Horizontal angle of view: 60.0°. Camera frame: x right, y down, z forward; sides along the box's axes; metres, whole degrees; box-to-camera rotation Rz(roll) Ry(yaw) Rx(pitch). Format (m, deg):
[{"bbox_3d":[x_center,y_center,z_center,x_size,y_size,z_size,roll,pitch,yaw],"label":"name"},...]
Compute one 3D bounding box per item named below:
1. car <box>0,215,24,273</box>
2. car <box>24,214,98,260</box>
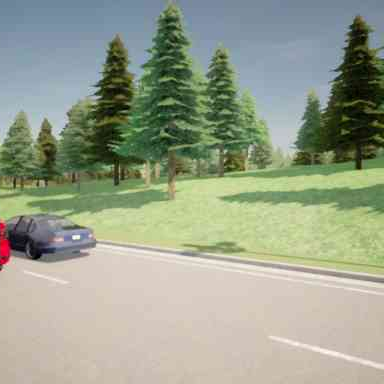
[{"bbox_3d":[-7.102,1.205,8.970,5.566,2.045,2.150,0,0,36],"label":"car"},{"bbox_3d":[-5.841,1.530,12.375,5.357,1.411,2.033,0,0,35],"label":"car"}]
